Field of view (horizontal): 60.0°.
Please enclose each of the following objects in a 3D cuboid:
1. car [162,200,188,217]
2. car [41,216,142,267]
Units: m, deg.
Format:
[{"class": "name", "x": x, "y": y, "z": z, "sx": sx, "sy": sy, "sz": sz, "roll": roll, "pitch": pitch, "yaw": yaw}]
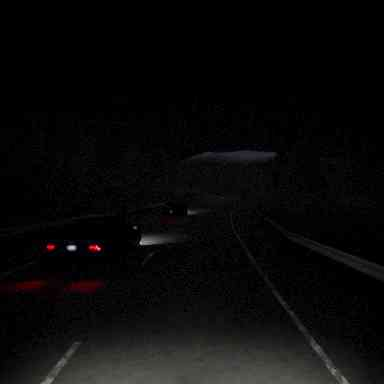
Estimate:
[{"class": "car", "x": -1.516, "y": 1.496, "z": 31.158, "sx": 2.128, "sy": 1.511, "sz": 4.902, "roll": 0, "pitch": 0, "yaw": 6}, {"class": "car", "x": -3.101, "y": 1.546, "z": 11.395, "sx": 2.033, "sy": 1.411, "sz": 5.357, "roll": 0, "pitch": 0, "yaw": 3}]
